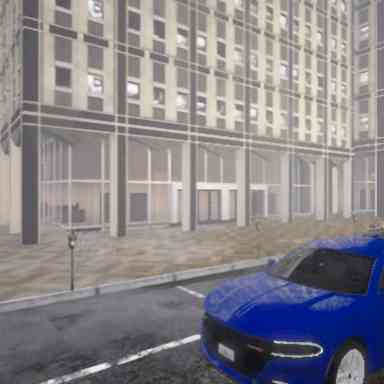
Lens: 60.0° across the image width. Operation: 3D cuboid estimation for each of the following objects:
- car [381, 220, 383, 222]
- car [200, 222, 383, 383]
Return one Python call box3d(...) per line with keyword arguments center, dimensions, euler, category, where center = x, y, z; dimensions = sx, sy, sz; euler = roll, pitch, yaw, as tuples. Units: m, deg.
box3d(center=(7.756, 1.552, 12.086), dimensions=(4.403, 1.369, 2.008), euler=(0, 0, -35), category="car")
box3d(center=(2.408, 1.478, 5.095), dimensions=(5.008, 1.535, 1.882), euler=(0, 0, -35), category="car")
